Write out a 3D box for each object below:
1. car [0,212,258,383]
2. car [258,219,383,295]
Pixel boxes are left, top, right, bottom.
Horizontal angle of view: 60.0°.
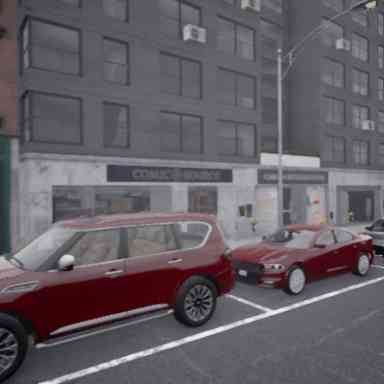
[{"bbox_3d":[-1.528,1.313,5.453,5.009,1.841,2.192,0,-1,-35],"label":"car"},{"bbox_3d":[2.957,1.535,8.649,4.507,1.381,1.887,0,-1,-35],"label":"car"}]
